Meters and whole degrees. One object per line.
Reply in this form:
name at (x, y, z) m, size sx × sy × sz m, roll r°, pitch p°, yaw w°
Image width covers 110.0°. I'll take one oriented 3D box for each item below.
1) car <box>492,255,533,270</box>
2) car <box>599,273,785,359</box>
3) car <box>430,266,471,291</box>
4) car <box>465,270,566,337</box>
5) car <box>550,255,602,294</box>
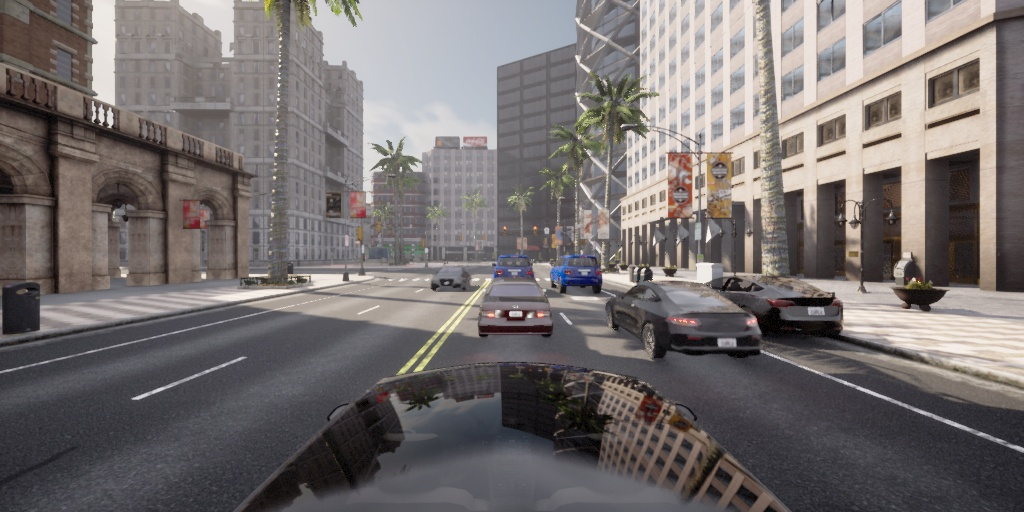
car at (0.048, 0.971, 20.467) m, size 2.150 × 2.045 × 5.566 m, roll 0°, pitch 0°, yaw -2°
car at (3.577, 1.275, 8.278) m, size 1.812 × 1.442 × 4.674 m, roll 0°, pitch 0°, yaw 0°
car at (-3.604, 1.314, 21.761) m, size 1.994 × 1.385 × 4.181 m, roll 0°, pitch 0°, yaw 0°
car at (0.070, 1.297, 10.248) m, size 2.033 × 1.411 × 5.357 m, roll 0°, pitch 0°, yaw 0°
car at (3.547, 0.971, 20.601) m, size 2.150 × 2.045 × 5.566 m, roll 0°, pitch 0°, yaw -2°
